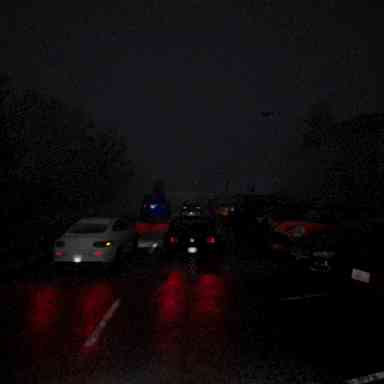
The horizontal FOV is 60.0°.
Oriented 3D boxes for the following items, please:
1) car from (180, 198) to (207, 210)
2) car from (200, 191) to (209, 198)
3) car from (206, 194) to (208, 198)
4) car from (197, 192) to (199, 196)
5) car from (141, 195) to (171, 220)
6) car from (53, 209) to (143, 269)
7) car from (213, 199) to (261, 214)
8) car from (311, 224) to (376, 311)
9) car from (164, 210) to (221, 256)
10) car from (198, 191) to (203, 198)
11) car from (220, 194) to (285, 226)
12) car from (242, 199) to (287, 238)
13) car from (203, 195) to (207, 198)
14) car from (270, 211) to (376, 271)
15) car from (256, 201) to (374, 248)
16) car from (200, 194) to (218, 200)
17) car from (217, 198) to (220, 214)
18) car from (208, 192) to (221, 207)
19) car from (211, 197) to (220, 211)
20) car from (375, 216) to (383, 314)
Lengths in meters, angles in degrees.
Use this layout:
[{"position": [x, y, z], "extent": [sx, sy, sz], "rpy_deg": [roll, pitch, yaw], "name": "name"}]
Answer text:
[{"position": [-0.028, 1.519, 29.459], "extent": [2.128, 1.511, 4.902], "rpy_deg": [0, 0, 0], "name": "car"}, {"position": [4.904, 1.387, 57.520], "extent": [5.566, 2.045, 2.435], "rpy_deg": [1, 0, -20], "name": "car"}, {"position": [4.939, 1.495, 48.507], "extent": [4.553, 1.767, 2.185], "rpy_deg": [1, 0, -20], "name": "car"}, {"position": [4.736, 1.428, 90.523], "extent": [4.792, 1.488, 2.163], "rpy_deg": [1, 1, -20], "name": "car"}, {"position": [-3.028, 1.246, 28.429], "extent": [2.150, 2.045, 5.566], "rpy_deg": [0, 0, 0], "name": "car"}, {"position": [-2.989, 1.514, 11.001], "extent": [1.812, 1.442, 4.674], "rpy_deg": [0, 0, 0], "name": "car"}, {"position": [4.923, 1.580, 36.479], "extent": [4.792, 1.488, 2.163], "rpy_deg": [1, 0, -20], "name": "car"}, {"position": [5.078, 1.507, 6.501], "extent": [4.792, 1.488, 2.163], "rpy_deg": [1, 0, -20], "name": "car"}, {"position": [0.023, 1.588, 13.033], "extent": [1.895, 1.301, 4.718], "rpy_deg": [0, 0, 0], "name": "car"}, {"position": [4.822, 1.361, 66.500], "extent": [5.566, 2.045, 2.435], "rpy_deg": [1, 1, -20], "name": "car"}, {"position": [5.028, 1.233, 21.508], "extent": [5.566, 2.045, 2.435], "rpy_deg": [1, 0, -20], "name": "car"}, {"position": [4.992, 1.349, 15.480], "extent": [4.553, 1.767, 2.185], "rpy_deg": [1, 0, -20], "name": "car"}, {"position": [4.912, 1.666, 54.521], "extent": [4.792, 1.488, 2.163], "rpy_deg": [1, 0, -20], "name": "car"}, {"position": [5.050, 1.477, 9.485], "extent": [4.892, 1.521, 2.231], "rpy_deg": [1, 0, -20], "name": "car"}, {"position": [5.065, 1.349, 12.495], "extent": [4.553, 1.767, 2.185], "rpy_deg": [1, 0, -20], "name": "car"}, {"position": [4.746, 1.410, 93.541], "extent": [4.674, 1.452, 2.002], "rpy_deg": [1, 0, -20], "name": "car"}, {"position": [5.153, 1.504, 27.558], "extent": [5.366, 1.575, 1.946], "rpy_deg": [1, -1, -20], "name": "car"}, {"position": [4.938, 1.282, 33.477], "extent": [5.566, 2.045, 2.435], "rpy_deg": [1, 0, -20], "name": "car"}, {"position": [4.795, 1.511, 30.423], "extent": [5.366, 1.575, 1.946], "rpy_deg": [1, 0, -20], "name": "car"}, {"position": [5.091, 1.231, 3.497], "extent": [5.566, 2.045, 2.435], "rpy_deg": [1, 0, -20], "name": "car"}]
